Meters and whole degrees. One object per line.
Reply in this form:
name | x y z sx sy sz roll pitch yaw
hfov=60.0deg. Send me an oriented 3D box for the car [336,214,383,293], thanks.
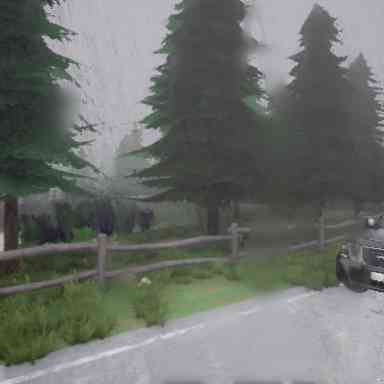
car | 5.699 1.218 7.769 5.566 2.045 2.150 0 0 -36
